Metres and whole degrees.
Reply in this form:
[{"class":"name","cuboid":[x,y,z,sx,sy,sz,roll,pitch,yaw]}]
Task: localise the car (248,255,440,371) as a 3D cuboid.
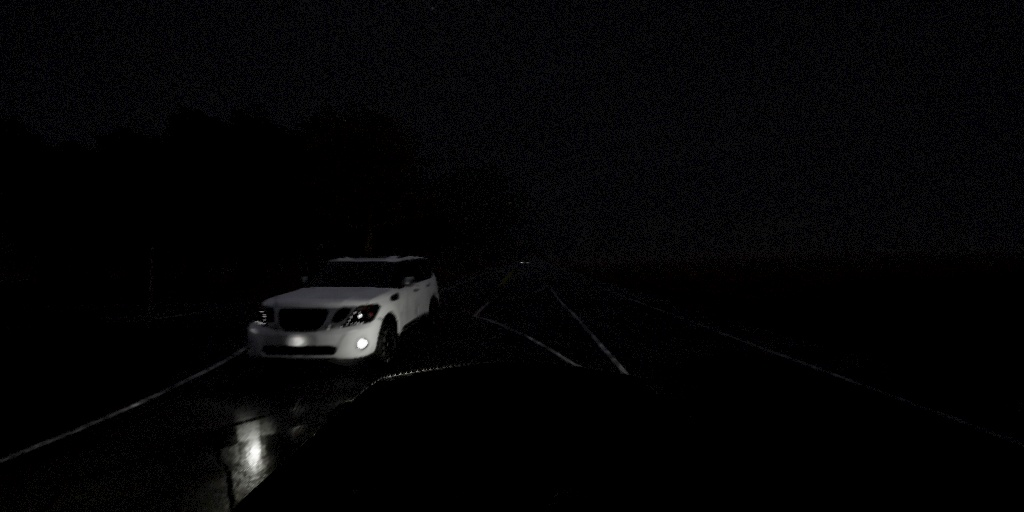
[{"class":"car","cuboid":[-3.224,0.982,8.313,2.150,2.045,5.566,0,0,2]}]
